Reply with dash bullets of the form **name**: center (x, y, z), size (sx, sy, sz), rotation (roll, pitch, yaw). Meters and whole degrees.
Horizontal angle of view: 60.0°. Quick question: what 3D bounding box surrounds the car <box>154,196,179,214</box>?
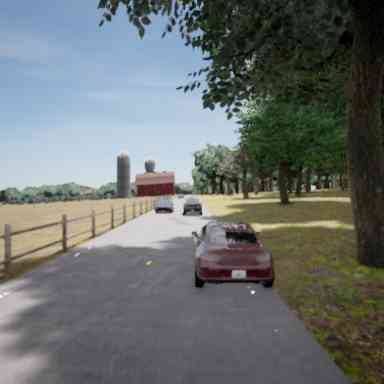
- **car**: center (-2.828, 1.460, 35.180), size (2.033, 1.411, 5.357), rotation (0, 0, 0)

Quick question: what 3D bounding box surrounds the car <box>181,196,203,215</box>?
- **car**: center (0.065, 1.430, 33.191), size (1.837, 1.490, 4.892), rotation (0, 1, 1)

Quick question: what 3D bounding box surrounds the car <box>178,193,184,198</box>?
- **car**: center (-2.704, 1.092, 84.171), size (1.812, 1.442, 4.674), rotation (0, 0, 0)

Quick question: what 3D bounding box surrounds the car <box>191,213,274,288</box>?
- **car**: center (0.967, 1.522, 9.152), size (1.812, 1.442, 4.674), rotation (0, 0, 0)
